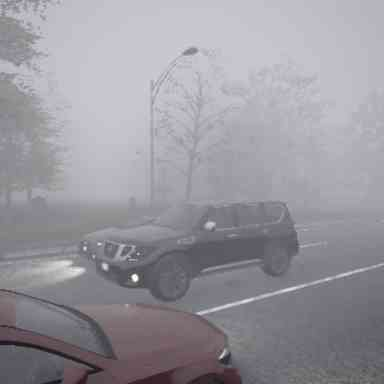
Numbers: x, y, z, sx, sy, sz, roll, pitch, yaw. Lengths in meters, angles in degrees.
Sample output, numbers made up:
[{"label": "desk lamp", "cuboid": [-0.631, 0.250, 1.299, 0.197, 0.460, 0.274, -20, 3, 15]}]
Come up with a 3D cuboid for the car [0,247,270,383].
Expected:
[{"label": "car", "cuboid": [-1.720, 1.526, 2.520, 4.674, 1.442, 1.812, 0, 0, -35]}]

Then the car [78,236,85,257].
[{"label": "car", "cuboid": [-1.662, 1.549, 11.406, 4.181, 1.385, 1.994, 0, 0, -35]}]

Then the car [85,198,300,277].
[{"label": "car", "cuboid": [0.425, 1.208, 8.596, 5.566, 2.045, 2.150, 0, 0, -36]}]
